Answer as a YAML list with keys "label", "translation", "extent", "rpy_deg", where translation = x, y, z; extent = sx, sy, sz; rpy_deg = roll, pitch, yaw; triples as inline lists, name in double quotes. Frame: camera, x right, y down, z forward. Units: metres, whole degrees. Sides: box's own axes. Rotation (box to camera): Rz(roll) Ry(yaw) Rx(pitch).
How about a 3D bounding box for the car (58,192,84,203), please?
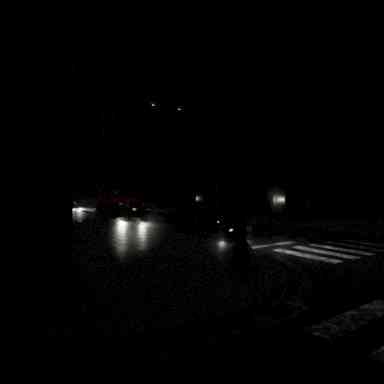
- label: "car"
  translation: [-17.182, 0.712, 47.125]
  extent: [2.033, 1.411, 5.357]
  rpy_deg: [0, 1, -35]

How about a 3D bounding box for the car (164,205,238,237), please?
- label: "car"
  translation: [0.510, 1.376, 16.865]
  extent: [1.895, 1.301, 4.718]
  rpy_deg: [0, 1, -35]

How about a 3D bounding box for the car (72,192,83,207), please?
- label: "car"
  translation: [-13.681, 0.858, 37.057]
  extent: [2.128, 1.511, 4.902]
  rpy_deg: [0, 1, -35]

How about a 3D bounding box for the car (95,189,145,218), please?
- label: "car"
  translation: [-5.658, 0.826, 25.632]
  extent: [2.150, 2.045, 5.566]
  rpy_deg: [0, 1, -35]
